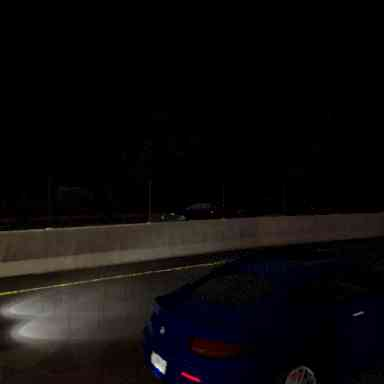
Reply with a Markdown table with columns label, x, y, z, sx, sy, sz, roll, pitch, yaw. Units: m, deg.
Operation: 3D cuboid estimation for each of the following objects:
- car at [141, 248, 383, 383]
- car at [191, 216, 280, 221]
| label | x | y | z | sx | sy | sz | roll | pitch | yaw |
| --- | --- | --- | --- | --- | --- | --- | --- | --- | --- |
| car | 1.604 | 1.527 | 4.561 | 4.674 | 1.442 | 1.812 | 0 | 0 | -33 |
| car | 2.590 | 1.604 | 17.450 | 4.718 | 1.301 | 1.895 | 0 | 0 | -28 |
